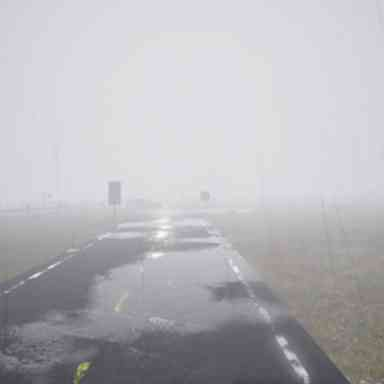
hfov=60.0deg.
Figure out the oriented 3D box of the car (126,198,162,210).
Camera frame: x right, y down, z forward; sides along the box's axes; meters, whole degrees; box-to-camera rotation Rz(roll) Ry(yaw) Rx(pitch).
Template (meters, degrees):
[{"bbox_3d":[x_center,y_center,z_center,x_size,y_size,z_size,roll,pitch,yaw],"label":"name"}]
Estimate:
[{"bbox_3d":[-6.228,1.610,43.235,4.892,1.490,1.837,-1,-1,18],"label":"car"}]
